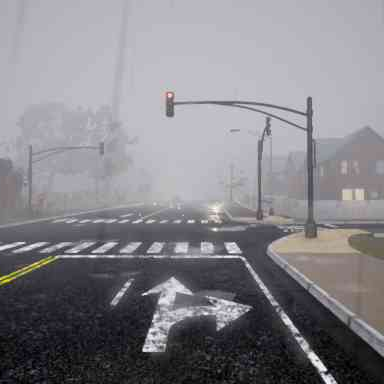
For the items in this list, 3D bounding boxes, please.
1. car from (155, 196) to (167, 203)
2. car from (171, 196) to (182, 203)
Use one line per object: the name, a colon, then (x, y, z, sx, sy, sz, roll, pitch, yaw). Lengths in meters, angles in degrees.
car: (-6.374, 1.497, 68.130, 1.882, 1.535, 5.008, 0, 0, 5)
car: (-3.139, 1.535, 67.814, 1.812, 1.442, 4.674, 0, 0, 5)
